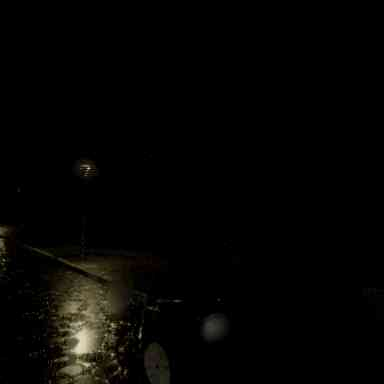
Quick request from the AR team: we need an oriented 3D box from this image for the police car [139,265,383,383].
[{"bbox_3d":[1.247,1.599,3.375,1.930,1.638,5.238,3,-3,-39],"label":"police car"}]
